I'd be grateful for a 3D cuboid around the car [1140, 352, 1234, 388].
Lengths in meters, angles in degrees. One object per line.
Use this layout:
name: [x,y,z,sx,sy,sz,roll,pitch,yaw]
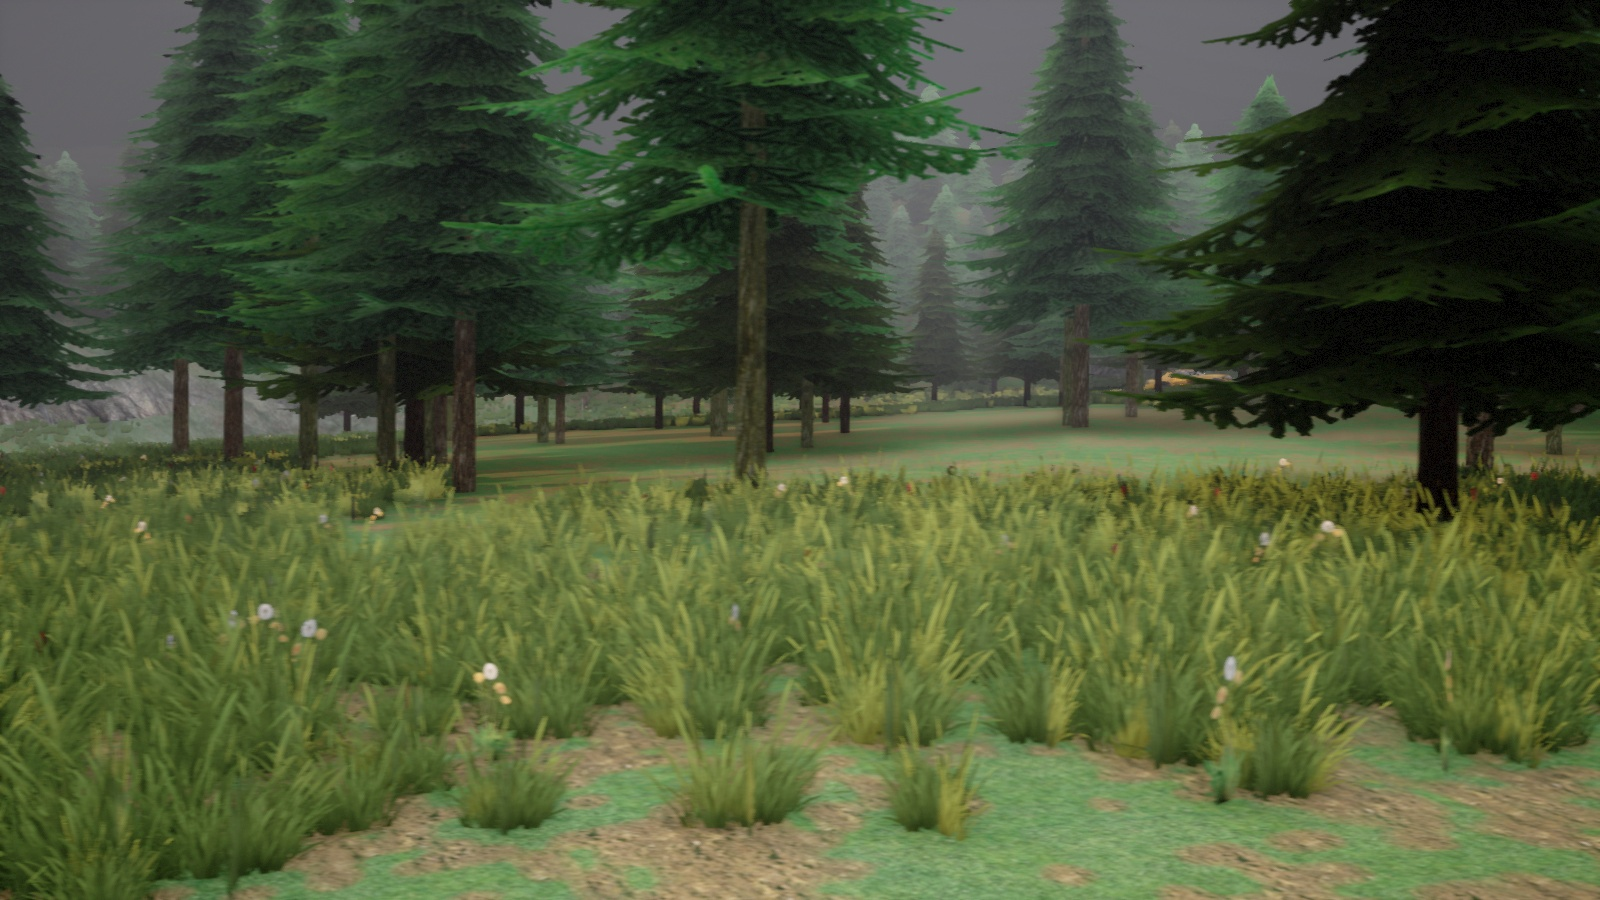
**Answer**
car: [24.523,-5.026,79.587,5.366,1.575,1.801,-6,-2,26]
